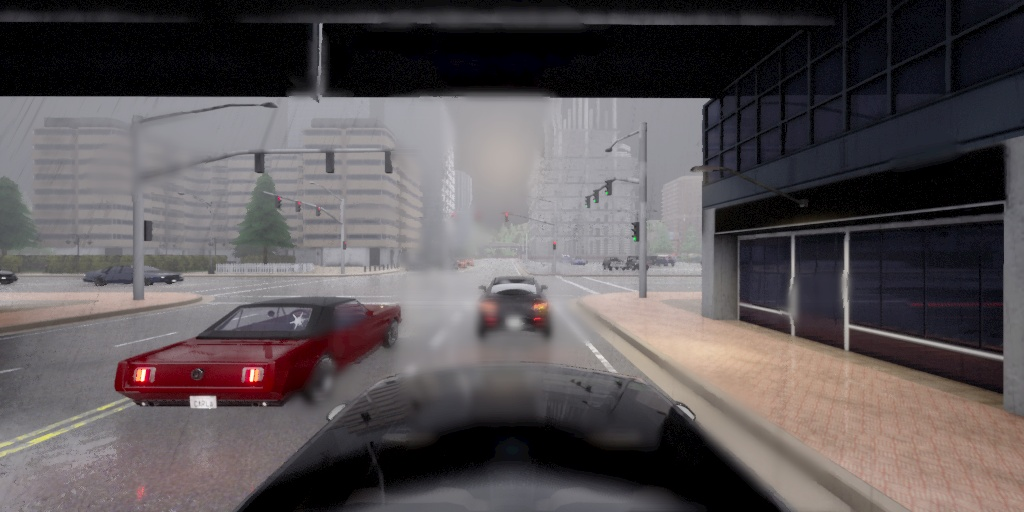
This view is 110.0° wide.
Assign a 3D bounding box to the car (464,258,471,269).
[{"bbox_3d":[-8.173,1.102,56.317,2.097,1.767,4.553,0,0,0],"label":"car"}]

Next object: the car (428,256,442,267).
[{"bbox_3d":[-11.656,0.971,53.968,2.150,2.045,5.566,0,0,-1],"label":"car"}]

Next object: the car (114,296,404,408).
[{"bbox_3d":[-3.440,1.351,6.237,1.895,1.301,4.718,0,0,0],"label":"car"}]

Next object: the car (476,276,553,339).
[{"bbox_3d":[0.071,1.276,10.004,1.812,1.442,4.674,0,0,0],"label":"car"}]

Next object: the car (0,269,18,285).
[{"bbox_3d":[-36.716,1.256,24.228,4.892,1.490,1.837,0,0,0],"label":"car"}]

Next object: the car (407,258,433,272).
[{"bbox_3d":[-11.582,1.314,44.610,1.994,1.385,4.181,0,0,0],"label":"car"}]

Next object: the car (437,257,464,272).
[{"bbox_3d":[-8.107,1.241,47.406,2.128,1.511,4.902,0,0,0],"label":"car"}]

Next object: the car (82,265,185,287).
[{"bbox_3d":[-25.575,1.298,24.293,5.357,1.411,2.033,0,0,0],"label":"car"}]
